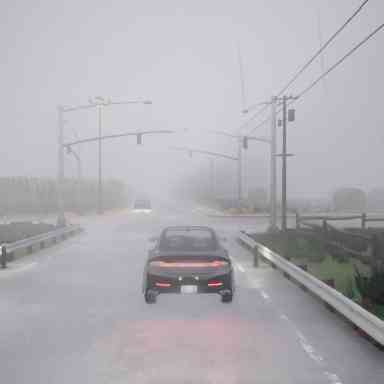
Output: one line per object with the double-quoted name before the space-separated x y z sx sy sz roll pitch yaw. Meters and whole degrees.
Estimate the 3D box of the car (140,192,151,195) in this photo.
"car" -7.727 1.237 53.846 1.812 1.442 4.674 0 1 -7

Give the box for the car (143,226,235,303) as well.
"car" -0.098 1.613 8.444 2.128 1.511 4.902 0 -2 -1

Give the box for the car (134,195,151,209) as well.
"car" -6.360 1.470 42.916 1.994 1.385 4.181 0 1 -7

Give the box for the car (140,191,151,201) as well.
"car" -9.560 0.795 68.802 2.097 1.767 4.553 0 1 -7
